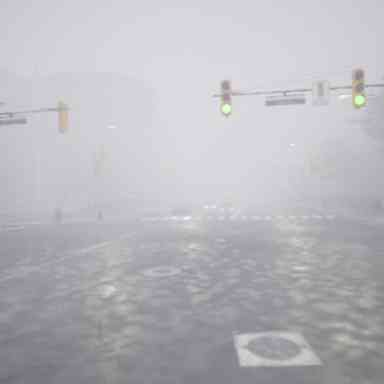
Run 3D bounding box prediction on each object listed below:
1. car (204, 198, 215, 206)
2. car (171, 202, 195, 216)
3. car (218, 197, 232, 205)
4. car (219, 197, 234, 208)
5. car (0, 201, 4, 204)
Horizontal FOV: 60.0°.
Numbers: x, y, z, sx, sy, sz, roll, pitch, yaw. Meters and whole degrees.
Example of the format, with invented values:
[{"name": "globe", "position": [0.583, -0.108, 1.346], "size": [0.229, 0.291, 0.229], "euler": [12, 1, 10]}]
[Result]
[{"name": "car", "position": [3.171, 1.787, 60.842], "size": [1.895, 1.301, 4.718], "euler": [-1, 0, -1]}, {"name": "car", "position": [-0.850, 1.737, 34.913], "size": [2.033, 1.411, 5.357], "euler": [-1, 0, 9]}, {"name": "car", "position": [6.442, 1.649, 64.824], "size": [1.812, 1.442, 4.674], "euler": [-1, 0, -5]}, {"name": "car", "position": [5.377, 1.565, 50.516], "size": [1.882, 1.535, 5.008], "euler": [-1, -1, 10]}, {"name": "car", "position": [-46.203, 2.517, 76.337], "size": [5.566, 2.045, 2.435], "euler": [-1, 0, 9]}]
